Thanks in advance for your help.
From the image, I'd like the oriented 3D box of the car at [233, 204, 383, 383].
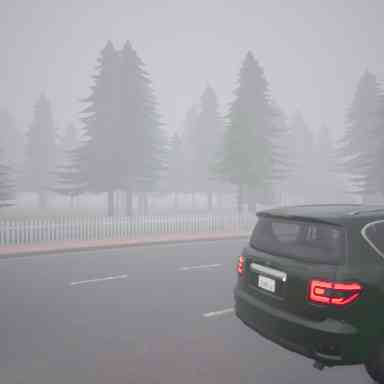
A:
[{"bbox_3d":[3.306,1.221,5.349,5.566,2.045,2.150,0,0,-27],"label":"car"}]
